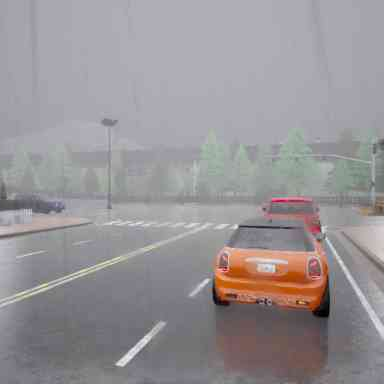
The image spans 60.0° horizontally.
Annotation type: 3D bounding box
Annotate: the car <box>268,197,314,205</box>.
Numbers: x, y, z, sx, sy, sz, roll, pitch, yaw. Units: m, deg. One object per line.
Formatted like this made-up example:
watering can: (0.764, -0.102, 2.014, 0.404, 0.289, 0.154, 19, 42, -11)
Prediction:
car: (4.167, 1.221, 14.098, 2.150, 2.045, 5.566, 0, 0, 16)

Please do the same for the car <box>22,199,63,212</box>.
car: (-17.649, 1.555, 39.297, 4.181, 1.385, 1.994, 0, 0, 16)

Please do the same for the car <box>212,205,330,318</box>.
car: (1.994, 1.352, 7.823, 2.097, 1.767, 4.553, 0, 0, 19)

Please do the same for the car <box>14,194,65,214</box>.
car: (-16.272, 1.217, 35.262, 5.566, 2.045, 2.150, 0, 0, 16)
